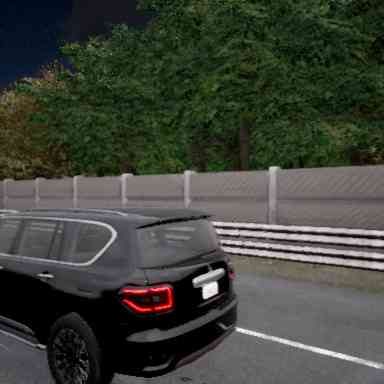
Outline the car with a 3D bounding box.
[{"bbox_3d":[-1.983,1.238,5.352,5.566,2.045,2.150,0,0,35],"label":"car"}]
